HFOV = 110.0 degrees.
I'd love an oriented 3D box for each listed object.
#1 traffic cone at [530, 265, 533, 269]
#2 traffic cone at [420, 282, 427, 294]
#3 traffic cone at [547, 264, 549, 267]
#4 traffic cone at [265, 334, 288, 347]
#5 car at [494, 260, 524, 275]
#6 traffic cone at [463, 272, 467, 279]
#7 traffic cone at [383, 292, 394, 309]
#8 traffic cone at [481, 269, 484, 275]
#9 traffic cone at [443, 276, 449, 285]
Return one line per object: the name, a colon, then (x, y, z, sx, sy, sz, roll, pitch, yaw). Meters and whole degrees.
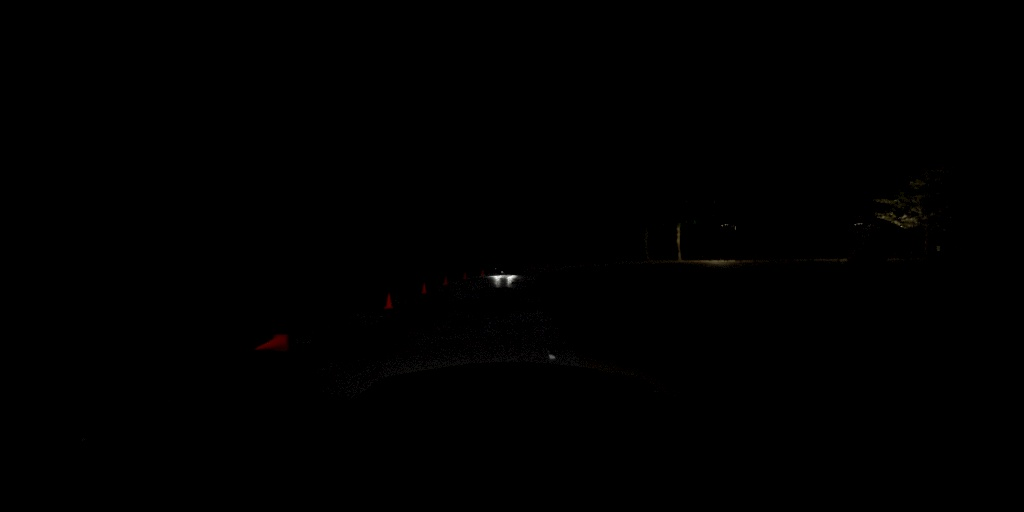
traffic cone: (2.686, 1.396, 48.480, 0.340, 0.580, 0.340, 0, 0, 28)
traffic cone: (-4.505, 1.630, 18.437, 0.340, 0.580, 0.340, 0, 0, 0)
traffic cone: (5.289, 1.349, 52.985, 0.340, 0.580, 0.340, 0, 0, 32)
traffic cone: (-4.837, 1.520, 7.518, 0.340, 0.580, 0.340, 0, 0, 0)
car: (-0.197, 1.088, 35.716, 2.033, 1.411, 5.357, 0, 0, 15)
traffic cone: (-3.782, 1.560, 28.791, 0.340, 0.580, 0.340, 0, 0, 9)
traffic cone: (-4.618, 1.660, 13.465, 0.340, 0.580, 0.340, 0, 0, -2)
traffic cone: (-2.781, 1.523, 33.897, 0.340, 0.580, 0.340, 0, 0, 13)
traffic cone: (-4.357, 1.597, 23.619, 0.340, 0.580, 0.340, 0, 0, 4)
